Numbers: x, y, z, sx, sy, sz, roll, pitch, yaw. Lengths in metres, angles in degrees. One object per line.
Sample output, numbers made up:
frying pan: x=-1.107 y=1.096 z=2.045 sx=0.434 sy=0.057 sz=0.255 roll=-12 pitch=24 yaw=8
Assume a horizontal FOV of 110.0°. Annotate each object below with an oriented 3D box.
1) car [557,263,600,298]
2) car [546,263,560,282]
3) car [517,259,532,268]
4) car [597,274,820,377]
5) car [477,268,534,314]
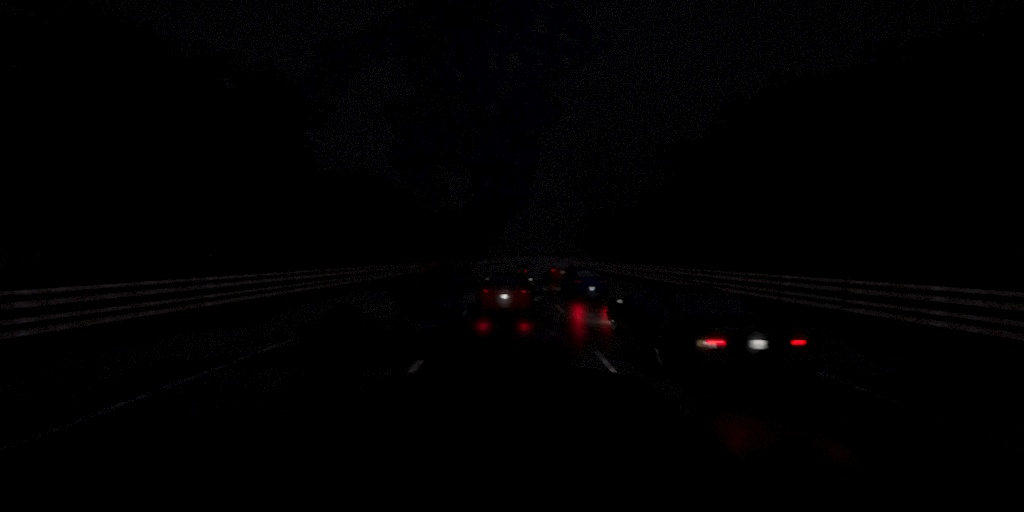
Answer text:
car: x=3.652 y=1.294 z=18.508 sx=1.812 sy=1.442 sz=4.674 roll=0 pitch=0 yaw=1
car: x=3.907 y=1.304 z=29.440 sx=2.163 sy=1.488 sz=4.792 roll=0 pitch=0 yaw=2
car: x=1.788 y=1.417 z=59.113 sx=2.128 sy=1.511 sz=4.902 roll=0 pitch=0 yaw=4
car: x=3.518 y=1.302 z=7.604 sx=2.033 sy=1.411 sz=5.357 roll=0 pitch=0 yaw=0
car: x=-0.146 y=1.321 z=13.860 sx=1.994 sy=1.385 sz=4.181 roll=0 pitch=0 yaw=2
